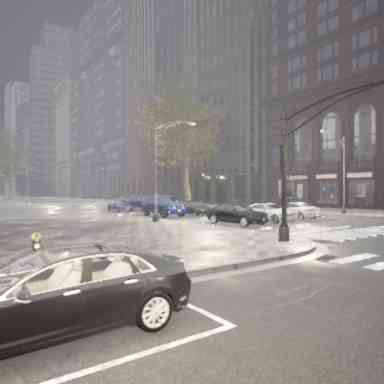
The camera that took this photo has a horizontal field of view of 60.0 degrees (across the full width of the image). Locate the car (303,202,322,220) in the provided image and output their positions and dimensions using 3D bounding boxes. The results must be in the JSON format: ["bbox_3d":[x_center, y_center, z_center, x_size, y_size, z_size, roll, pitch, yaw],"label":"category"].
[{"bbox_3d":[8.421,1.551,27.644,1.812,1.442,4.674,0,0,-35],"label":"car"}]

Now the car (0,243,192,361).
[{"bbox_3d":[-2.050,1.550,5.191,4.403,1.369,2.008,0,0,-36],"label":"car"}]

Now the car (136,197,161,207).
[{"bbox_3d":[-7.278,1.577,54.958,1.882,1.535,5.008,0,0,-35],"label":"car"}]

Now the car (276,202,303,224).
[{"bbox_3d":[5.774,1.569,25.366,1.812,1.442,4.674,0,0,-33],"label":"car"}]

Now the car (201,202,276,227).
[{"bbox_3d":[3.131,1.538,23.469,1.882,1.535,5.008,0,0,-37],"label":"car"}]

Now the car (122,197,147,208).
[{"bbox_3d":[-9.096,1.590,51.933,1.882,1.535,5.008,0,0,-35],"label":"car"}]

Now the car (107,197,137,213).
[{"bbox_3d":[-8.722,1.645,40.031,1.812,1.442,4.674,0,0,-35],"label":"car"}]

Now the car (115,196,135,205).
[{"bbox_3d":[-12.645,1.605,62.401,1.882,1.535,5.008,0,0,-36],"label":"car"}]

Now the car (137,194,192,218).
[{"bbox_3d":[-2.712,1.311,31.630,2.150,2.045,5.566,0,0,-36],"label":"car"}]

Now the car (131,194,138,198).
[{"bbox_3d":[-6.048,1.323,41.886,2.150,2.045,5.566,0,0,-35],"label":"car"}]

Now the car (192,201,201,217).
[{"bbox_3d":[0.126,1.618,33.254,2.033,1.411,5.357,0,0,-35],"label":"car"}]
